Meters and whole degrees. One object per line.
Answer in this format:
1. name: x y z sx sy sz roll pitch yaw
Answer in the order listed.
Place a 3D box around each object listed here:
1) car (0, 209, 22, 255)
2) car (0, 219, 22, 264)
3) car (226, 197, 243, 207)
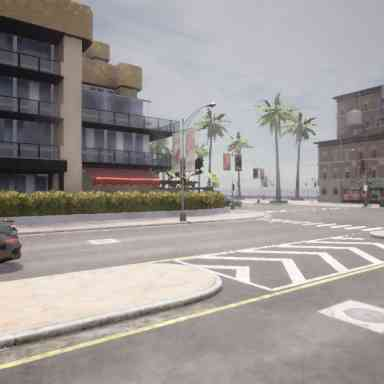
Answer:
1. car: -8.914 1.491 11.762 4.902 1.511 2.128 0 0 -35
2. car: -7.099 1.526 8.749 4.674 1.442 1.812 0 0 -37
3. car: 5.754 1.508 51.583 1.837 1.490 4.892 0 0 -35
